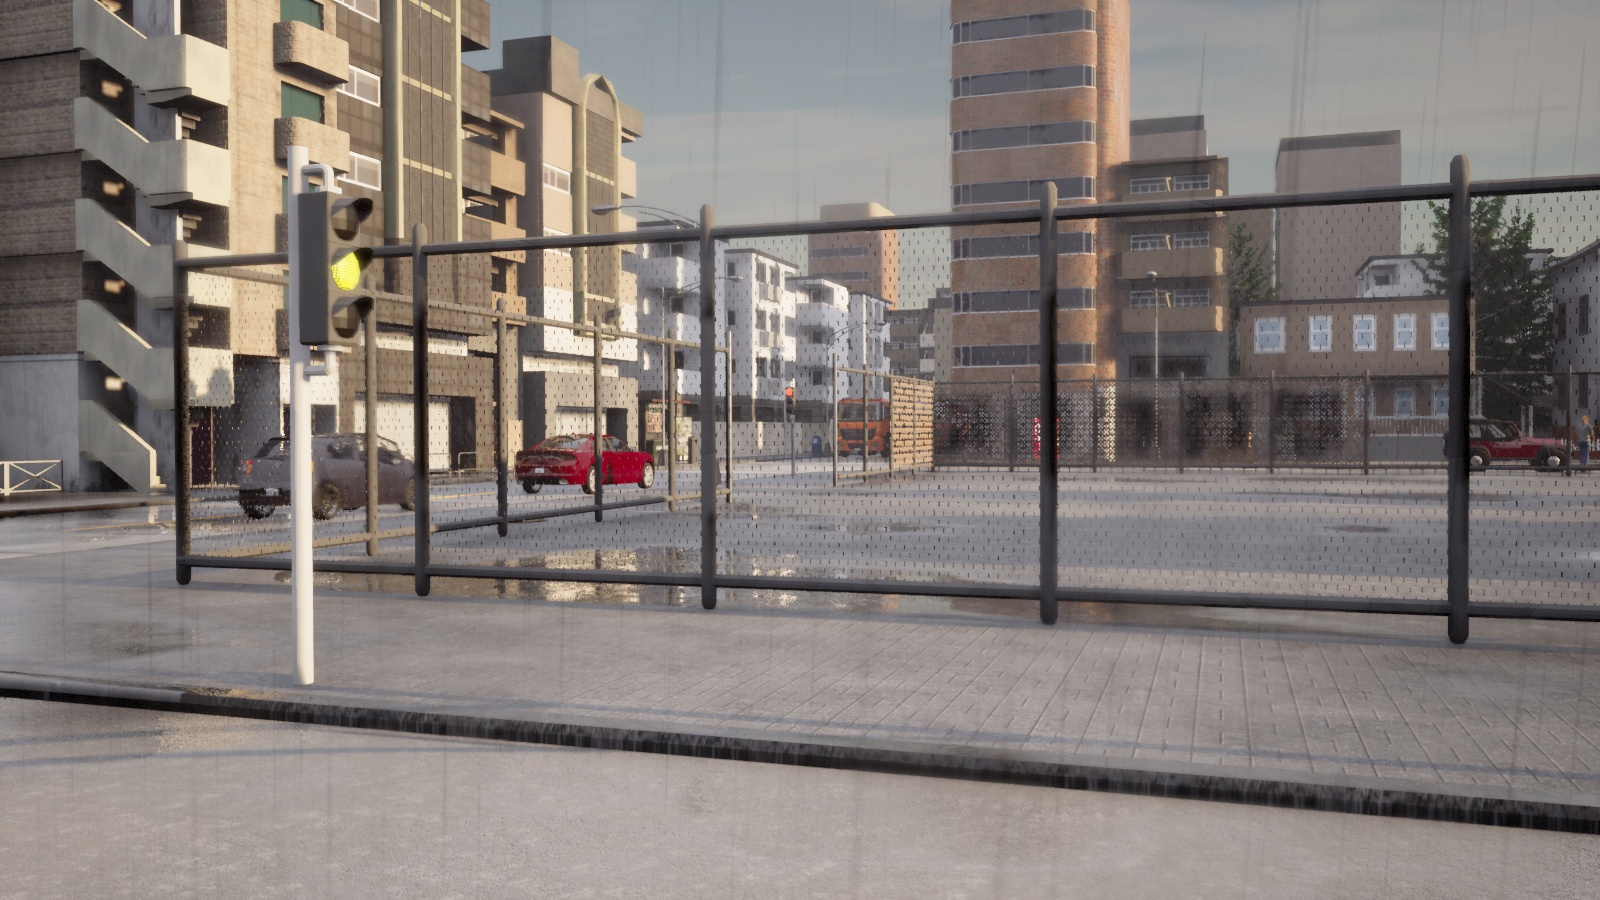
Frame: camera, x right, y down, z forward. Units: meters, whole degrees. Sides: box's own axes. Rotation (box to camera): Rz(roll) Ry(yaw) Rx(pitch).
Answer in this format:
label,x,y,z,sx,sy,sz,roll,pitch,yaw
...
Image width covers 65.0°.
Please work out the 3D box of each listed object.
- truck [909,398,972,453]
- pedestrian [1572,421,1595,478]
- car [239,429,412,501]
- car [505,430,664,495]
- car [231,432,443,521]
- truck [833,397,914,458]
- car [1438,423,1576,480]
label,x,y,z,sx,sy,sz,roll,pitch,yaw
truck,10.383,-1.776,92.243,2.891,3.827,8.468,1,1,18
pedestrian,25.089,-0.020,40.203,0.706,1.836,0.354,0,1,-35
car,-10.877,0.299,29.059,1.789,1.549,3.705,1,1,19
car,-5.473,0.262,32.603,1.882,1.535,5.008,1,1,19
car,-8.536,0.431,23.479,1.845,1.501,3.633,1,1,19
truck,4.478,-1.336,74.755,2.891,3.462,7.936,1,1,18
car,24.331,0.020,43.354,3.866,1.878,1.905,1,1,19
